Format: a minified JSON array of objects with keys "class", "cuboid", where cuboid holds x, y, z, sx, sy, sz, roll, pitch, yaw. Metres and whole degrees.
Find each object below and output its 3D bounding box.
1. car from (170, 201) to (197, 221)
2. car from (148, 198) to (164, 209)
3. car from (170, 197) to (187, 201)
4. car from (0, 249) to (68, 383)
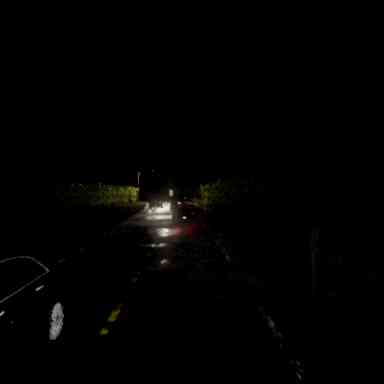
[{"class":"car","cuboid":[-0.666,1.630,27.011,1.895,1.301,4.718,0,0,-3]},{"class":"car","cuboid":[-4.928,1.577,45.599,1.837,1.490,4.892,0,0,-5]},{"class":"car","cuboid":[-1.687,1.415,42.021,2.097,1.767,4.553,0,0,-5]},{"class":"car","cuboid":[-2.895,1.499,3.528,1.837,1.490,4.892,1,0,0]}]
